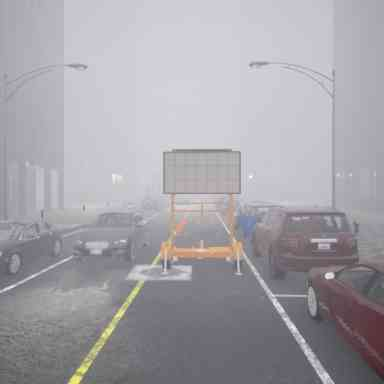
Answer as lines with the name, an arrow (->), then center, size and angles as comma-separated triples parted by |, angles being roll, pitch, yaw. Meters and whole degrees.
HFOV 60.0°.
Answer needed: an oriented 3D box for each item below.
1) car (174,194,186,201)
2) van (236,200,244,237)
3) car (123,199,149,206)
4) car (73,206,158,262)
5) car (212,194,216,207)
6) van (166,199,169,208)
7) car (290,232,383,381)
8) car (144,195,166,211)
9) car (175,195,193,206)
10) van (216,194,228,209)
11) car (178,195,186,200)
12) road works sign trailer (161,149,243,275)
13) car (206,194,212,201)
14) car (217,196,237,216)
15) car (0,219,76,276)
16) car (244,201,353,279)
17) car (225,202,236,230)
car -> -3.231, 1.335, 81.389 | 2.192, 1.841, 5.009 | 0, 0, 2
van -> 3.237, 1.340, 15.425 | 1.690, 1.788, 3.998 | 0, 0, 2
car -> -4.955, 1.524, 26.583 | 1.752, 1.417, 4.829 | 0, 0, 2
car -> -2.734, 1.491, 12.216 | 2.128, 1.511, 4.902 | 0, 0, 2
car -> 4.098, 1.314, 43.039 | 2.192, 1.841, 5.009 | 0, 0, 2
van -> -4.427, 1.340, 43.319 | 1.690, 1.788, 3.998 | 0, 0, 2
car -> 2.893, 1.544, 4.380 | 1.887, 1.381, 4.507 | 0, 0, 2
car -> -4.602, 1.313, 37.797 | 2.192, 1.841, 5.009 | 0, 0, 2
car -> -1.290, 1.603, 55.032 | 1.895, 1.301, 4.718 | 0, 0, 2
van -> 3.926, 1.339, 37.516 | 1.690, 1.788, 3.998 | 0, 0, 2
car -> -2.876, 1.600, 92.670 | 1.947, 1.339, 4.313 | 0, 0, 2
road works sign trailer -> 0.311, 0.463, 10.457 | 2.380, 3.560, 2.880 | 0, 0, 2
car -> 5.289, 1.335, 81.112 | 2.192, 1.841, 5.009 | 0, 0, 2
car -> 3.754, 1.439, 31.994 | 1.967, 1.590, 4.097 | 0, 0, 2
car -> -5.472, 1.550, 10.186 | 2.008, 1.369, 4.403 | 0, 0, 2
car -> 3.065, 1.314, 9.903 | 2.192, 1.841, 5.009 | 0, 0, 2
car -> 3.410, 1.550, 20.949 | 2.008, 1.369, 4.403 | 0, 0, 2
